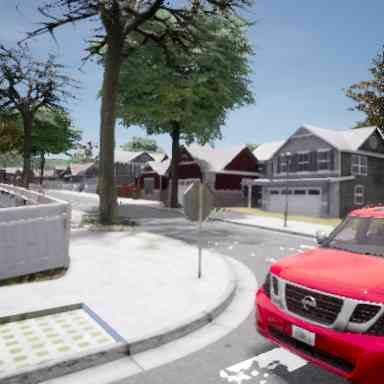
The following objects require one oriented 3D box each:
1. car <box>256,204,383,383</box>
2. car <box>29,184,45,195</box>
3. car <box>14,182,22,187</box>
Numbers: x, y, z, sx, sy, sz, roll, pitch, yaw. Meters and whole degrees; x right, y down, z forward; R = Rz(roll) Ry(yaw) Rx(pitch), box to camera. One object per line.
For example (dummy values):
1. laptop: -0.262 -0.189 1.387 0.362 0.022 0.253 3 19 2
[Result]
1. car: 3.545 1.245 5.347 5.566 2.045 2.150 -1 1 -34
2. car: -21.185 -0.409 44.931 1.812 1.442 4.674 1 1 -35
3. car: -38.831 -1.696 75.028 1.895 1.301 4.718 1 1 -35
